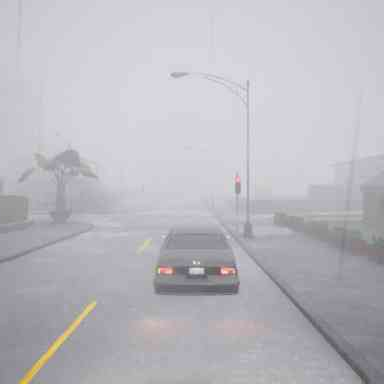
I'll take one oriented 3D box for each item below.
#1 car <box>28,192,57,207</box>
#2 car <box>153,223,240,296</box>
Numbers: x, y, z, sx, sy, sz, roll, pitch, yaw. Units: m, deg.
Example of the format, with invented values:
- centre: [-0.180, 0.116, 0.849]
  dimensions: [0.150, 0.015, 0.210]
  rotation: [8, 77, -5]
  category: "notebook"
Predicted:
- centre: [-19.730, 0.985, 43.886]
  dimensions: [1.905, 1.878, 3.866]
  rotation: [0, 0, 35]
  category: "car"
- centre: [0.103, 1.547, 8.835]
  dimensions: [2.033, 1.411, 5.357]
  rotation: [0, 0, 0]
  category: "car"
